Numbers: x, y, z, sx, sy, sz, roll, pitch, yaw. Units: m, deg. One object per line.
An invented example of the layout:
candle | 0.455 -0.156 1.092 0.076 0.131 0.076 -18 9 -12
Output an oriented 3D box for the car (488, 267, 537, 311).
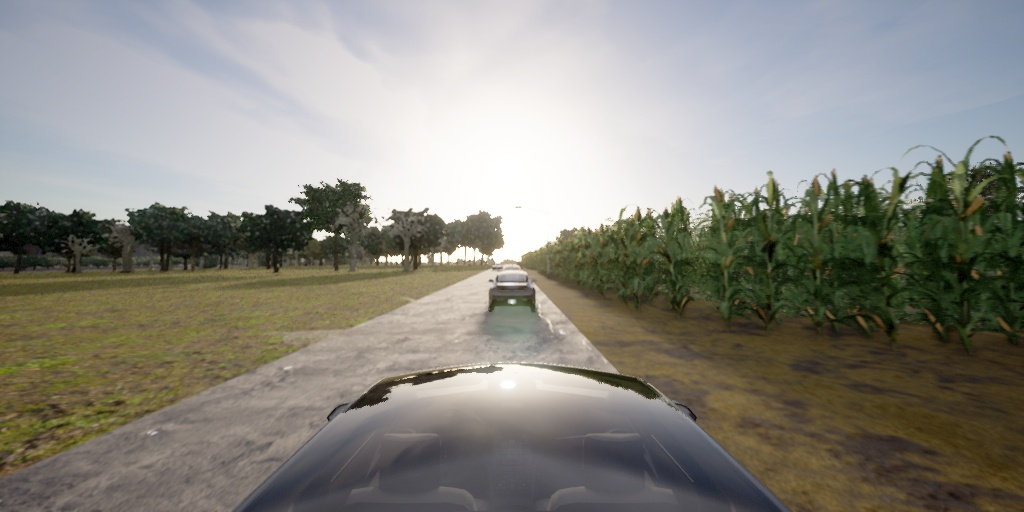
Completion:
car | 0.025 1.403 15.360 1.837 1.490 4.892 0 0 1

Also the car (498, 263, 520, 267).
car | 0.031 1.546 31.095 1.882 1.535 5.008 0 0 0
